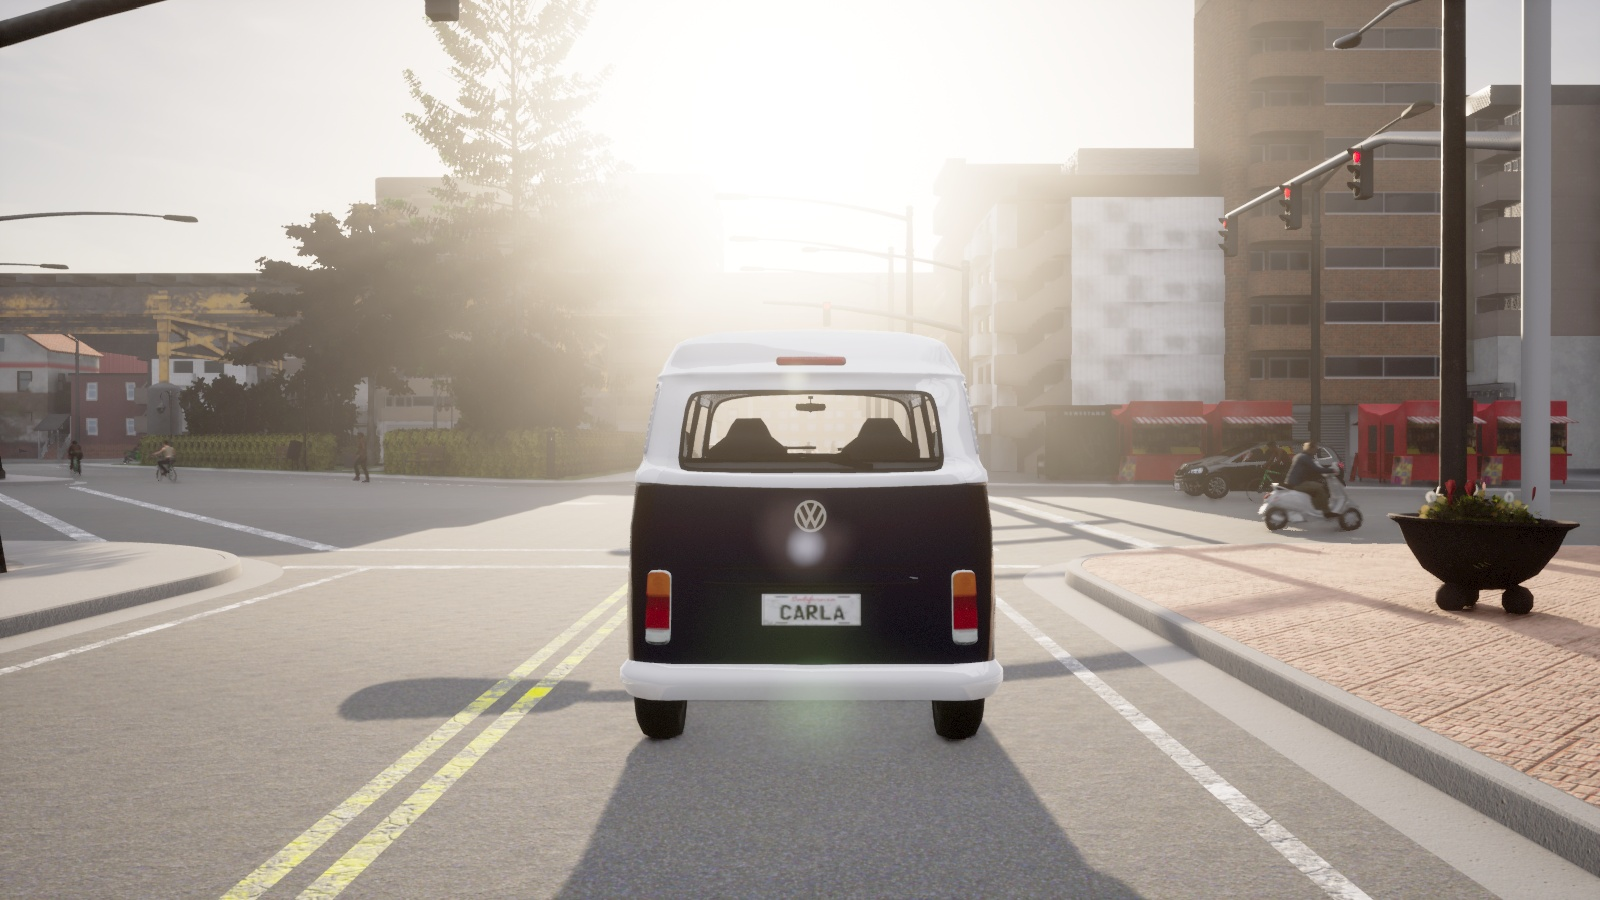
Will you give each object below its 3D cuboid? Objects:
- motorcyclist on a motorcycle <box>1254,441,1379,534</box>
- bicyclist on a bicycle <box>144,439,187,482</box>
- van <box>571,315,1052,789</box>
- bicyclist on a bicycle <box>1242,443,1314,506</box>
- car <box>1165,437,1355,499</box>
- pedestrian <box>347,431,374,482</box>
[{"bbox_3d":[9.055,0.649,22.077,1.817,1.590,0.866,1,0,0],"label":"motorcyclist on a motorcycle"},{"bbox_3d":[-24.233,0.394,47.928,1.509,1.612,0.866,0,1,37],"label":"bicyclist on a bicycle"},{"bbox_3d":[0.066,0.427,7.651,2.069,2.038,4.480,0,0,0],"label":"van"},{"bbox_3d":[12.392,0.626,32.583,1.656,1.620,0.582,0,0,0],"label":"bicyclist on a bicycle"},{"bbox_3d":[13.121,0.503,36.080,4.611,1.667,2.242,1,0,0],"label":"car"},{"bbox_3d":[-15.607,0.228,44.612,0.869,1.805,0.328,0,0,-16],"label":"pedestrian"}]
